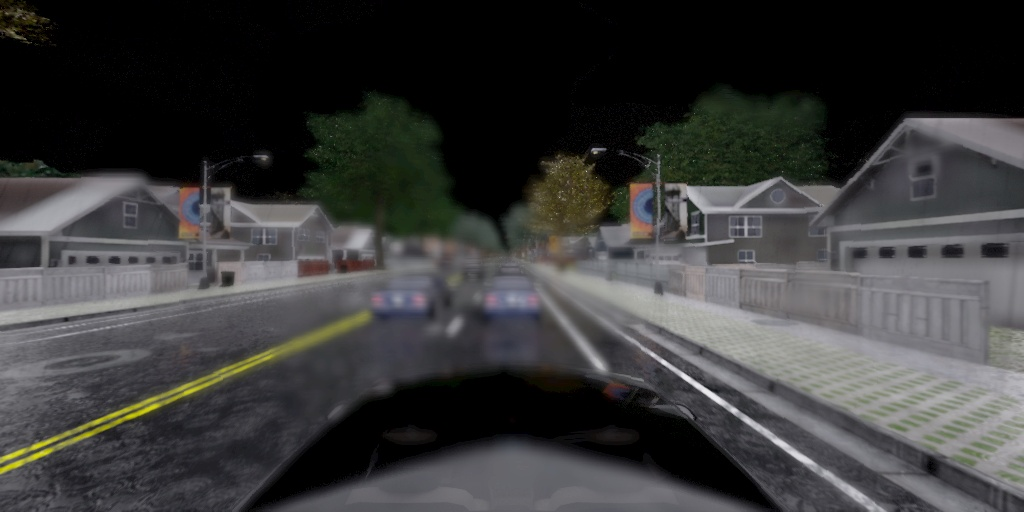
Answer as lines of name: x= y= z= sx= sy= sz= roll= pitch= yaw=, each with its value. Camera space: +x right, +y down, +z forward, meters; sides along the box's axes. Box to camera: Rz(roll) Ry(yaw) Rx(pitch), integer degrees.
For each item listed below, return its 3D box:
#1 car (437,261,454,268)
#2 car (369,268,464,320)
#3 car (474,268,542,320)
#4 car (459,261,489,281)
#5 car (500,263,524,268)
car: x=-9.898 y=1.432 z=53.882 sx=2.033 sy=1.411 sz=5.357 roll=0 pitch=0 yaw=0
car: x=-3.221 y=1.326 z=12.712 sx=2.033 sy=1.411 sz=5.357 roll=0 pitch=0 yaw=0
car: x=0.029 y=1.326 z=12.732 sx=2.033 sy=1.411 sz=5.357 roll=0 pitch=0 yaw=0
car: x=-3.219 y=1.333 z=31.590 sx=1.837 sy=1.490 sz=4.892 roll=0 pitch=0 yaw=0
car: x=0.029 y=1.319 z=31.477 sx=2.128 sy=1.511 sz=4.902 roll=0 pitch=0 yaw=0
